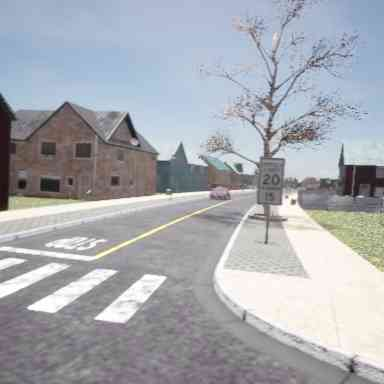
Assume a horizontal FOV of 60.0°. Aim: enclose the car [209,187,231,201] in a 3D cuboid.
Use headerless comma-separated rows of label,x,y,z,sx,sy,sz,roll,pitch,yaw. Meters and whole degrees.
car,3.395,0.160,39.133,1.812,1.442,4.674,4,2,16
